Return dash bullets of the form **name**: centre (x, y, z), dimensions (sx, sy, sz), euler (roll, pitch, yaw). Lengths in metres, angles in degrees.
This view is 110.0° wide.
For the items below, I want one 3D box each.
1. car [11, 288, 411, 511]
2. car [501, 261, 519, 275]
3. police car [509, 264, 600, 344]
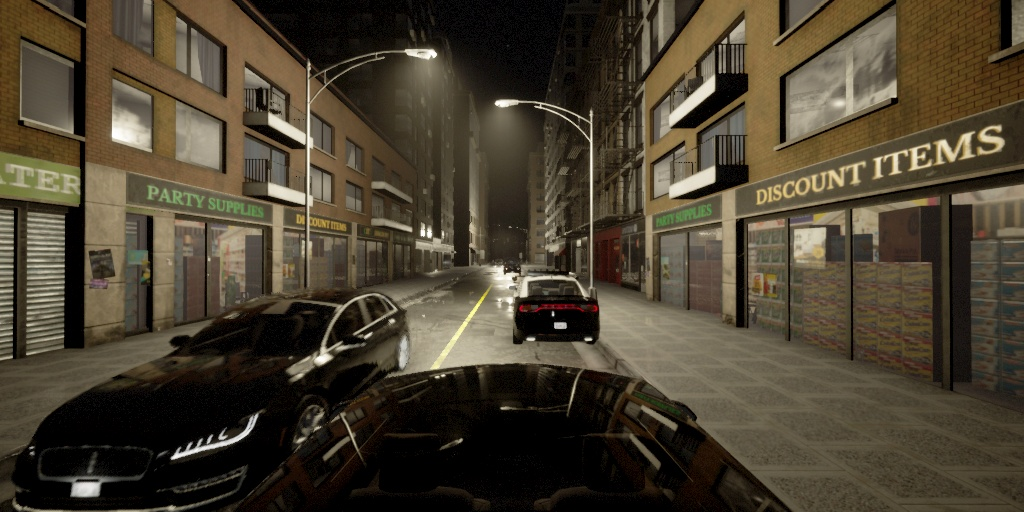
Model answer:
- **car**: centre (-2.751, 1.255, 4.740), dimensions (1.837, 1.490, 4.892), euler (0, 0, 0)
- **car**: centre (0.047, 1.373, 39.269), dimensions (1.895, 1.301, 4.718), euler (0, 0, 0)
- **police car**: centre (0.957, 1.178, 9.687), dimensions (1.930, 1.638, 5.238), euler (0, 0, 0)
